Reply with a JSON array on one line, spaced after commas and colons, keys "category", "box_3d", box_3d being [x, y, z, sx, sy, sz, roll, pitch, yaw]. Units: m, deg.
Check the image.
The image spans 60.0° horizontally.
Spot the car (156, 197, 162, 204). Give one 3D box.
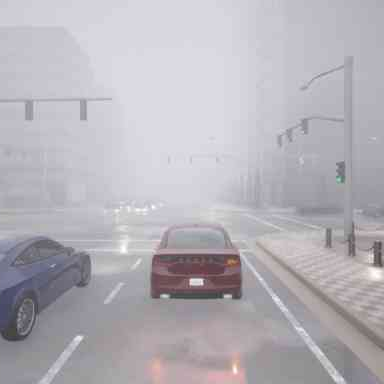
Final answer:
[{"category": "car", "box_3d": [-6.952, 1.491, 57.953, 2.128, 1.511, 4.902, 0, 0, 0]}]

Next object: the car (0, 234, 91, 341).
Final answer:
[{"category": "car", "box_3d": [-3.416, 1.526, 6.370, 1.812, 1.442, 4.674, 0, 0, 0]}]

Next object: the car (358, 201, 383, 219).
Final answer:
[{"category": "car", "box_3d": [16.340, 1.436, 27.373, 4.902, 1.511, 2.128, 0, 0, 0]}]

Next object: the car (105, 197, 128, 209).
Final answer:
[{"category": "car", "box_3d": [-10.498, 1.505, 45.561, 1.837, 1.490, 4.892, 0, 0, 0]}]

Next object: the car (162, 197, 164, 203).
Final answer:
[{"category": "car", "box_3d": [-6.857, 1.601, 68.244, 1.895, 1.301, 4.718, 0, 0, 0]}]

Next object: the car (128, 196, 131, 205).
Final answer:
[{"category": "car", "box_3d": [-10.468, 1.491, 54.788, 2.128, 1.511, 4.902, 0, 0, 0]}]

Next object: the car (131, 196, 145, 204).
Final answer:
[{"category": "car", "box_3d": [-10.395, 1.563, 64.786, 1.994, 1.385, 4.181, 0, 0, 1]}]

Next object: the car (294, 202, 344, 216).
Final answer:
[{"category": "car", "box_3d": [12.051, 1.545, 30.919, 4.718, 1.301, 1.895, 0, 0, 1]}]

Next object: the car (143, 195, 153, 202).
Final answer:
[{"category": "car", "box_3d": [-10.328, 1.466, 78.507, 1.882, 1.535, 5.008, 0, 0, 0]}]

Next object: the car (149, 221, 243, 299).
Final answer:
[{"category": "car", "box_3d": [0.099, 1.478, 8.498, 1.882, 1.535, 5.008, 0, 0, 0]}]

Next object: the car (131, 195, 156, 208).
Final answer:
[{"category": "car", "box_3d": [-6.990, 1.491, 48.646, 2.128, 1.511, 4.902, 0, 0, 0]}]
